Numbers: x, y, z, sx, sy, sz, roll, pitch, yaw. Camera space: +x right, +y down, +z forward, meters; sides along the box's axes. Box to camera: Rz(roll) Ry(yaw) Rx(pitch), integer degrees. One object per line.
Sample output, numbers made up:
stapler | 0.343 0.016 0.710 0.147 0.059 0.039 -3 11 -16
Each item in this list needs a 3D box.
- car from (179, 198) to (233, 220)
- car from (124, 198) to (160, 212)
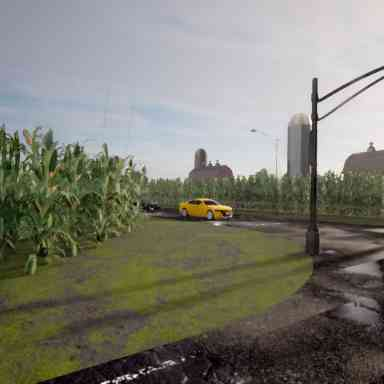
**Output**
car | 1.023 1.279 26.021 1.882 1.535 5.008 2 0 -38
car | -5.171 1.322 33.950 1.895 1.301 4.718 2 0 -38
